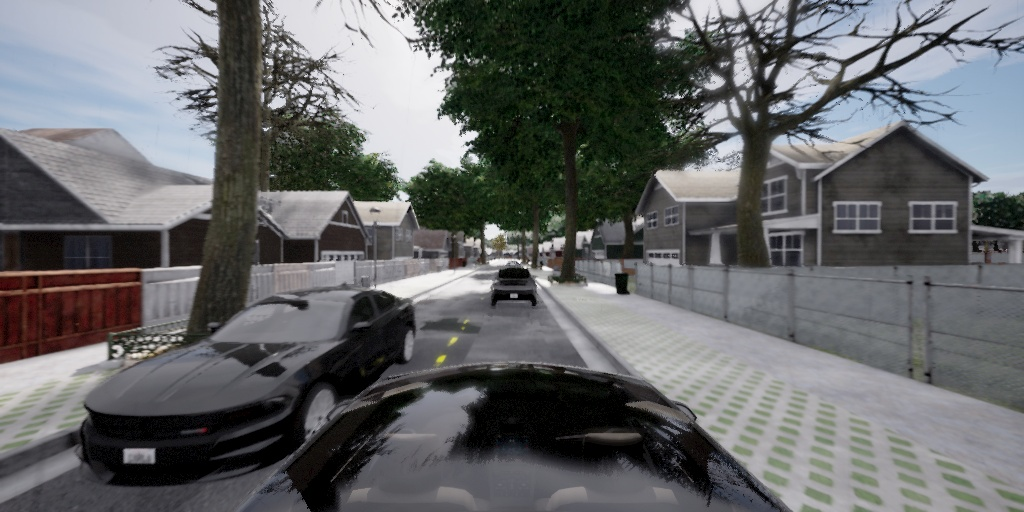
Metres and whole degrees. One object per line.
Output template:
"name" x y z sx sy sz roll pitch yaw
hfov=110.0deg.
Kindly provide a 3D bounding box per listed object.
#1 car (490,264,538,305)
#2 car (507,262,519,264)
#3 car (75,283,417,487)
"car" 0.087 1.258 15.913 1.837 1.490 4.892 0 0 0
"car" 0.103 1.314 38.789 2.033 1.411 5.357 0 0 0
"car" -2.844 1.229 5.239 1.882 1.535 5.008 0 1 0
